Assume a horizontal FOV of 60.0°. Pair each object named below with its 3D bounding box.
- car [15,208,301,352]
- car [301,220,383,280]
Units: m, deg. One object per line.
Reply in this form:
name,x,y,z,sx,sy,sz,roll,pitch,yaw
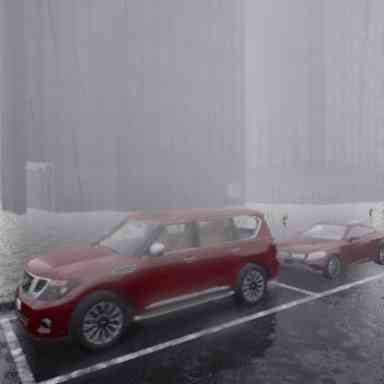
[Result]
car,-0.473,1.280,6.310,5.009,1.841,2.192,-1,0,-35
car,4.153,1.485,9.608,4.206,1.307,1.802,-1,0,-35
